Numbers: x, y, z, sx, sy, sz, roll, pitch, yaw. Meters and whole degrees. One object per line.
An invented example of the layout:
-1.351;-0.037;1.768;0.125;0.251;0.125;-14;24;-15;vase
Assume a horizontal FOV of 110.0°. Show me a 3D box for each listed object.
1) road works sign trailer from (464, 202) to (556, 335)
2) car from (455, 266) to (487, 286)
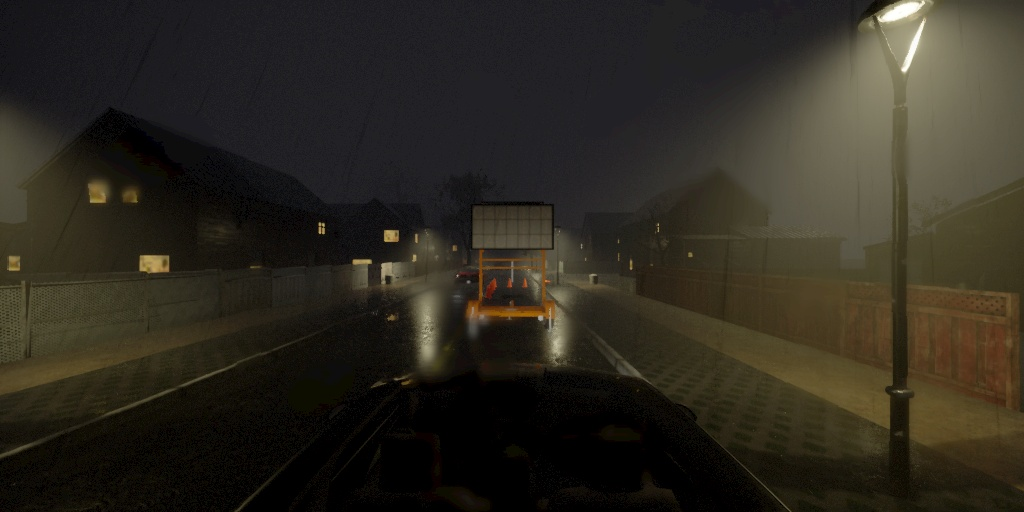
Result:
0.009;0.220;10.546;2.380;3.560;2.880;0;0;0;road works sign trailer
-2.827;1.398;25.581;1.895;1.301;4.718;0;0;0;car
